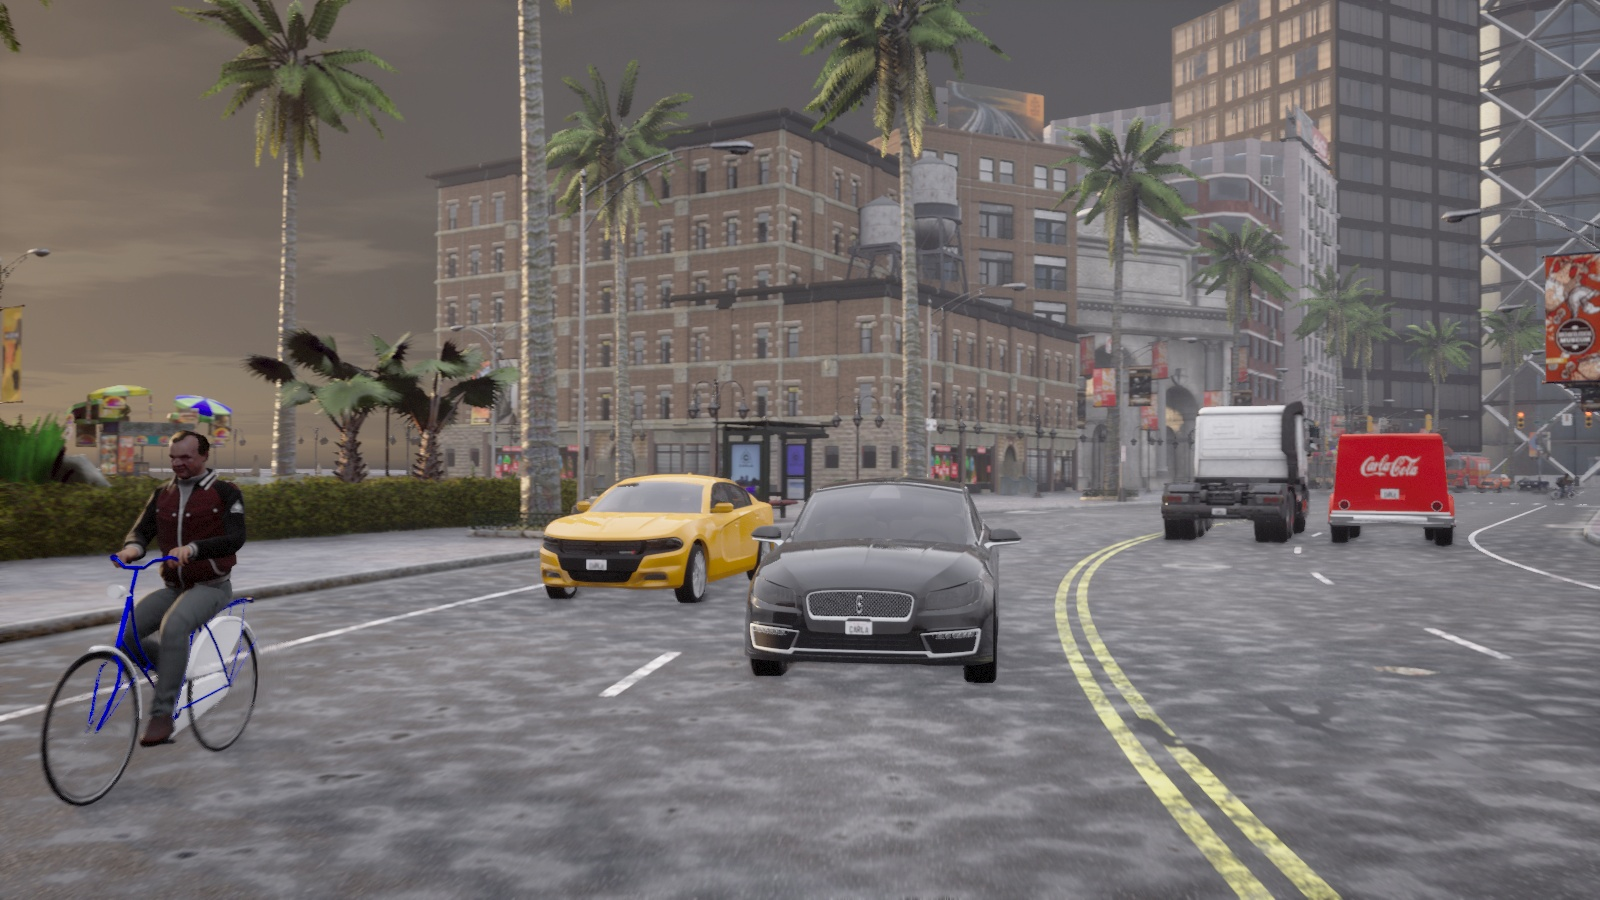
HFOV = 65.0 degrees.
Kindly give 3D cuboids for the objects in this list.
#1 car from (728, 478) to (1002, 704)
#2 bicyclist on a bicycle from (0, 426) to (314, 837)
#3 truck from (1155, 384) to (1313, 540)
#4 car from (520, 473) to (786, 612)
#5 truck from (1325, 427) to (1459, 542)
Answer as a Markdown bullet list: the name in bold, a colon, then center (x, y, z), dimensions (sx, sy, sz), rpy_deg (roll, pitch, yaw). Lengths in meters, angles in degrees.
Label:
- **car**: center (0.810, 1.001, 10.954), dimensions (1.837, 1.490, 4.892), rpy_deg (0, -1, 9)
- **bicyclist on a bicycle**: center (-3.226, 0.802, 6.386), dimensions (0.659, 1.776, 1.843), rpy_deg (0, -1, 5)
- **truck**: center (11.284, 0.335, 32.123), dimensions (2.891, 3.462, 7.936), rpy_deg (-1, -1, 26)
- **car**: center (-1.705, 1.075, 16.580), dimensions (1.882, 1.535, 5.008), rpy_deg (0, -1, 13)
- **truck**: center (14.056, 0.783, 29.801), dimensions (2.627, 2.467, 5.204), rpy_deg (-1, -1, 26)
